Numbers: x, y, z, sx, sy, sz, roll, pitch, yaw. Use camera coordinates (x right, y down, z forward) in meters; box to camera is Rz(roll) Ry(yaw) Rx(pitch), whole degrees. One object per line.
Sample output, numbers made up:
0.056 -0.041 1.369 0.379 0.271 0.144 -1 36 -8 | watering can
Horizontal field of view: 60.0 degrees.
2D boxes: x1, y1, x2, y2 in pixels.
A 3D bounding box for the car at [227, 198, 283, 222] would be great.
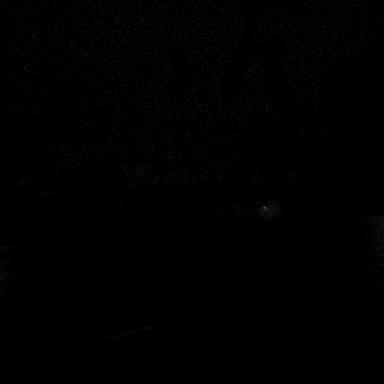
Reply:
4.922 1.310 26.205 2.097 1.767 4.553 0 0 -39 | car
